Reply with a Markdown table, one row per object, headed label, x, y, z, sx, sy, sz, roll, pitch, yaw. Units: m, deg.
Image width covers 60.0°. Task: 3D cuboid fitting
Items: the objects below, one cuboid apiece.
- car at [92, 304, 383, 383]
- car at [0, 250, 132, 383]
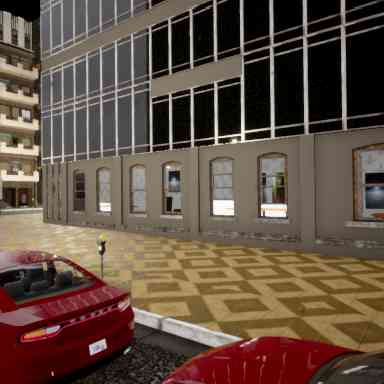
| label | x | y | z | sx | sy | sz | roll | pitch | yaw |
| --- | --- | --- | --- | --- | --- | --- | --- | --- | --- |
| car | 1.738 | 1.545 | 1.645 | 4.507 | 1.381 | 1.887 | 0 | -1 | 36 |
| car | -2.832 | 1.546 | 4.912 | 4.507 | 1.381 | 1.887 | 0 | -1 | 36 |
